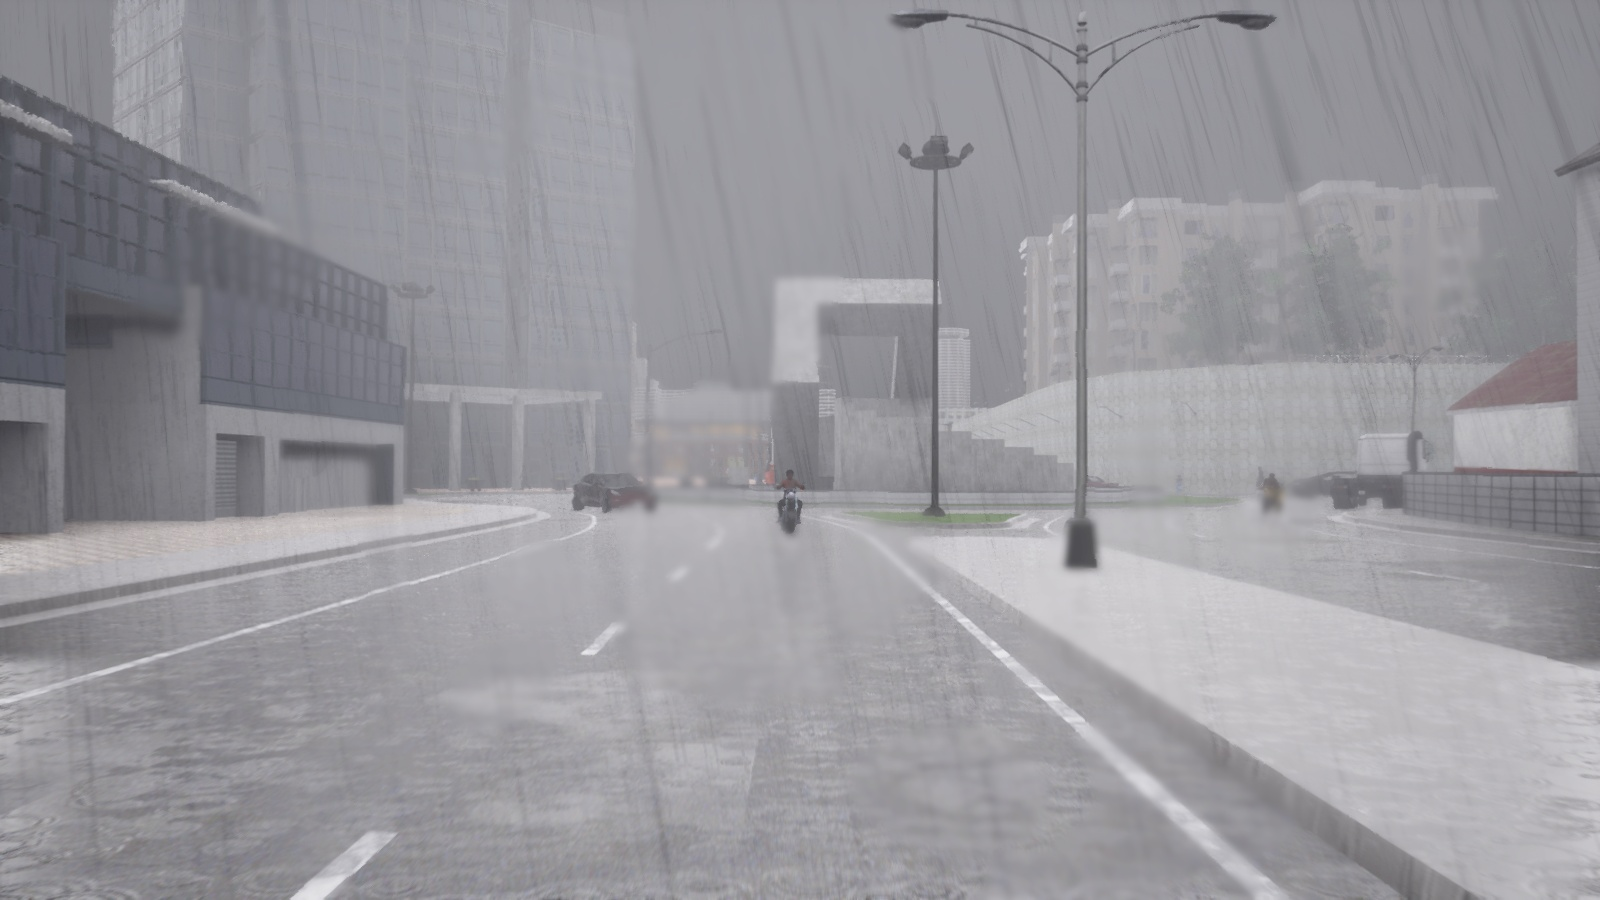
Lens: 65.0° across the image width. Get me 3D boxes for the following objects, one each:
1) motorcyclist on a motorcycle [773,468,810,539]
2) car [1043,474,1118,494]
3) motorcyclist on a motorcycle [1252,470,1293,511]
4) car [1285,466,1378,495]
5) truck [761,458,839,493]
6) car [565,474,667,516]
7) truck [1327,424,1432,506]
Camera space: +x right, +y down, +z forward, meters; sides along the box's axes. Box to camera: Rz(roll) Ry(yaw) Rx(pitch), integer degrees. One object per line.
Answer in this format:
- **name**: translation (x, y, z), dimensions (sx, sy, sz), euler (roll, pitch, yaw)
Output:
- **motorcyclist on a motorcycle**: translation (-0.218, 1.284, 30.919), dimensions (0.766, 1.649, 2.350), euler (0, -1, -4)
- **car**: translation (18.768, 2.247, 84.063), dimensions (1.895, 1.301, 4.718), euler (1, -1, -40)
- **motorcyclist on a motorcycle**: translation (17.949, 1.523, 47.668), dimensions (0.797, 1.523, 2.044), euler (0, -1, 40)
- **car**: translation (31.273, 1.773, 73.996), dimensions (4.611, 1.667, 2.242), euler (0, -1, 9)
- **truck**: translation (-0.004, 1.852, 91.034), dimensions (5.204, 2.467, 2.627), euler (0, -1, -13)
- **car**: translation (-6.968, 1.633, 47.228), dimensions (2.163, 1.488, 4.792), euler (0, -1, -30)
- **truck**: translation (26.397, 0.682, 57.026), dimensions (2.891, 3.462, 7.936), euler (-1, -1, 35)
